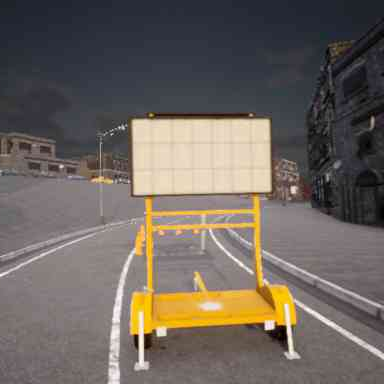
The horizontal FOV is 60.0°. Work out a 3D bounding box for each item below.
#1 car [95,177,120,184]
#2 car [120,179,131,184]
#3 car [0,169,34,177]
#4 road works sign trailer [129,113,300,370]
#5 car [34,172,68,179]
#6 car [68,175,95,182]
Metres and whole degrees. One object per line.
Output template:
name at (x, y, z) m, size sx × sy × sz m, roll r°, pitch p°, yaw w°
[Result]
car at (-16.071, -1.834, 59.838) m, size 2.097 × 1.535 × 5.008 m, roll -5°, pitch -5°, yaw 32°
car at (-13.233, -1.748, 64.579) m, size 2.185 × 1.767 × 4.553 m, roll -4°, pitch -4°, yaw 31°
car at (-25.208, -2.394, 45.973) m, size 2.231 × 1.521 × 4.892 m, roll -5°, pitch -4°, yaw 34°
road works sign trailer at (0.177, 0.458, 5.752) m, size 2.380 × 3.560 × 2.880 m, roll -1°, pitch 0°, yaw -5°
car at (-22.083, -2.228, 50.520) m, size 2.231 × 1.521 × 4.892 m, roll -5°, pitch -4°, yaw 34°
car at (-19.026, -1.998, 55.144) m, size 2.002 × 1.452 × 4.674 m, roll -5°, pitch -5°, yaw 33°
